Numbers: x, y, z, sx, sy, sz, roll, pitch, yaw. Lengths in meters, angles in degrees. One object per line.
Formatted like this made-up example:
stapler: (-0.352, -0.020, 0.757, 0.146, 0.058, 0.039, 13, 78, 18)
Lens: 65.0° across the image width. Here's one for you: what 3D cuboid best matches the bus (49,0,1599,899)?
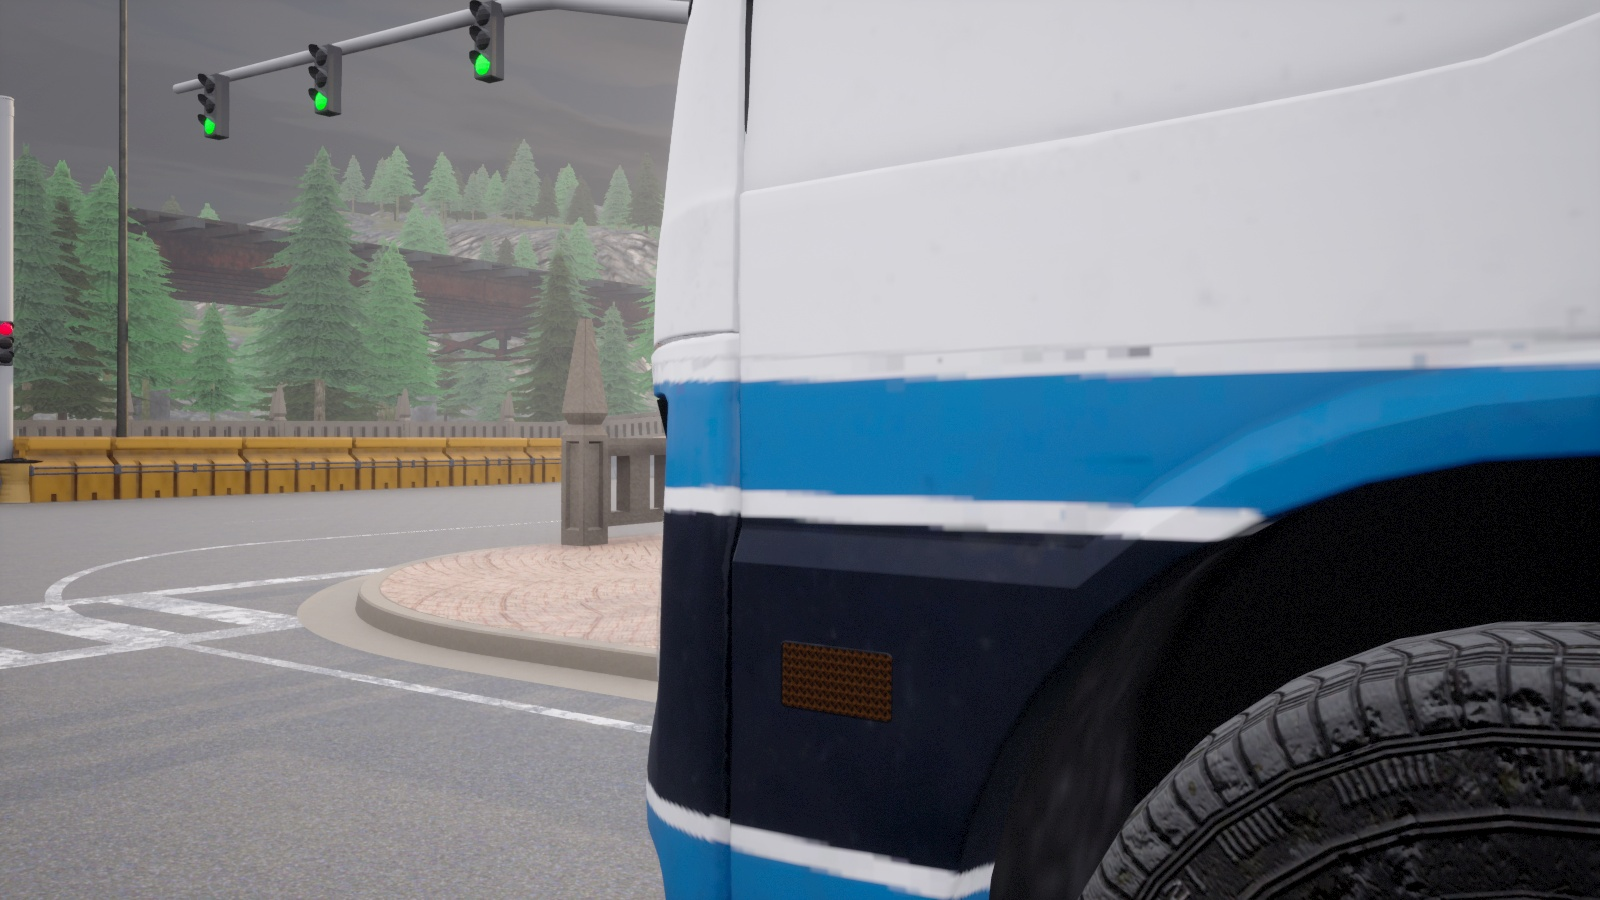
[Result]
bus: (4.151, -0.694, 0.838, 10.273, 4.253, 3.944, 0, 1, 34)
